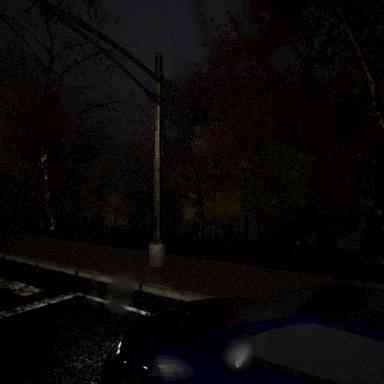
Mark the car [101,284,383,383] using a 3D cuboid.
[{"bbox_3d":[1.146,1.564,2.865,4.181,1.385,1.994,0,0,35],"label":"car"}]
